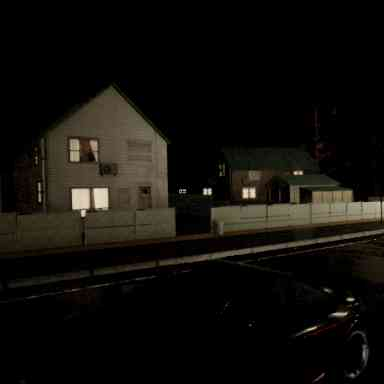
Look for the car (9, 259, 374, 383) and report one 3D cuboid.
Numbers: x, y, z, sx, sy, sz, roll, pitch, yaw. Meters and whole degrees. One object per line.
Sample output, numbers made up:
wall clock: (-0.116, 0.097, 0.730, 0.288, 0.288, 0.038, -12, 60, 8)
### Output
car: (0.241, 1.563, 3.845, 4.181, 1.385, 1.994, 0, 0, -35)
